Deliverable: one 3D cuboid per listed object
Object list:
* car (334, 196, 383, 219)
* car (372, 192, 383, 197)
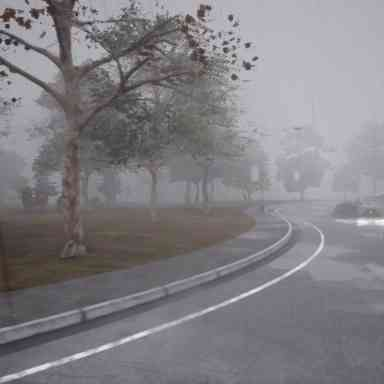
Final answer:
[{"bbox_3d":[12.823,1.276,25.968,1.994,1.385,4.181,-1,1,-2],"label":"car"},{"bbox_3d":[26.125,0.769,45.823,5.008,1.535,1.882,-1,0,-13],"label":"car"}]
